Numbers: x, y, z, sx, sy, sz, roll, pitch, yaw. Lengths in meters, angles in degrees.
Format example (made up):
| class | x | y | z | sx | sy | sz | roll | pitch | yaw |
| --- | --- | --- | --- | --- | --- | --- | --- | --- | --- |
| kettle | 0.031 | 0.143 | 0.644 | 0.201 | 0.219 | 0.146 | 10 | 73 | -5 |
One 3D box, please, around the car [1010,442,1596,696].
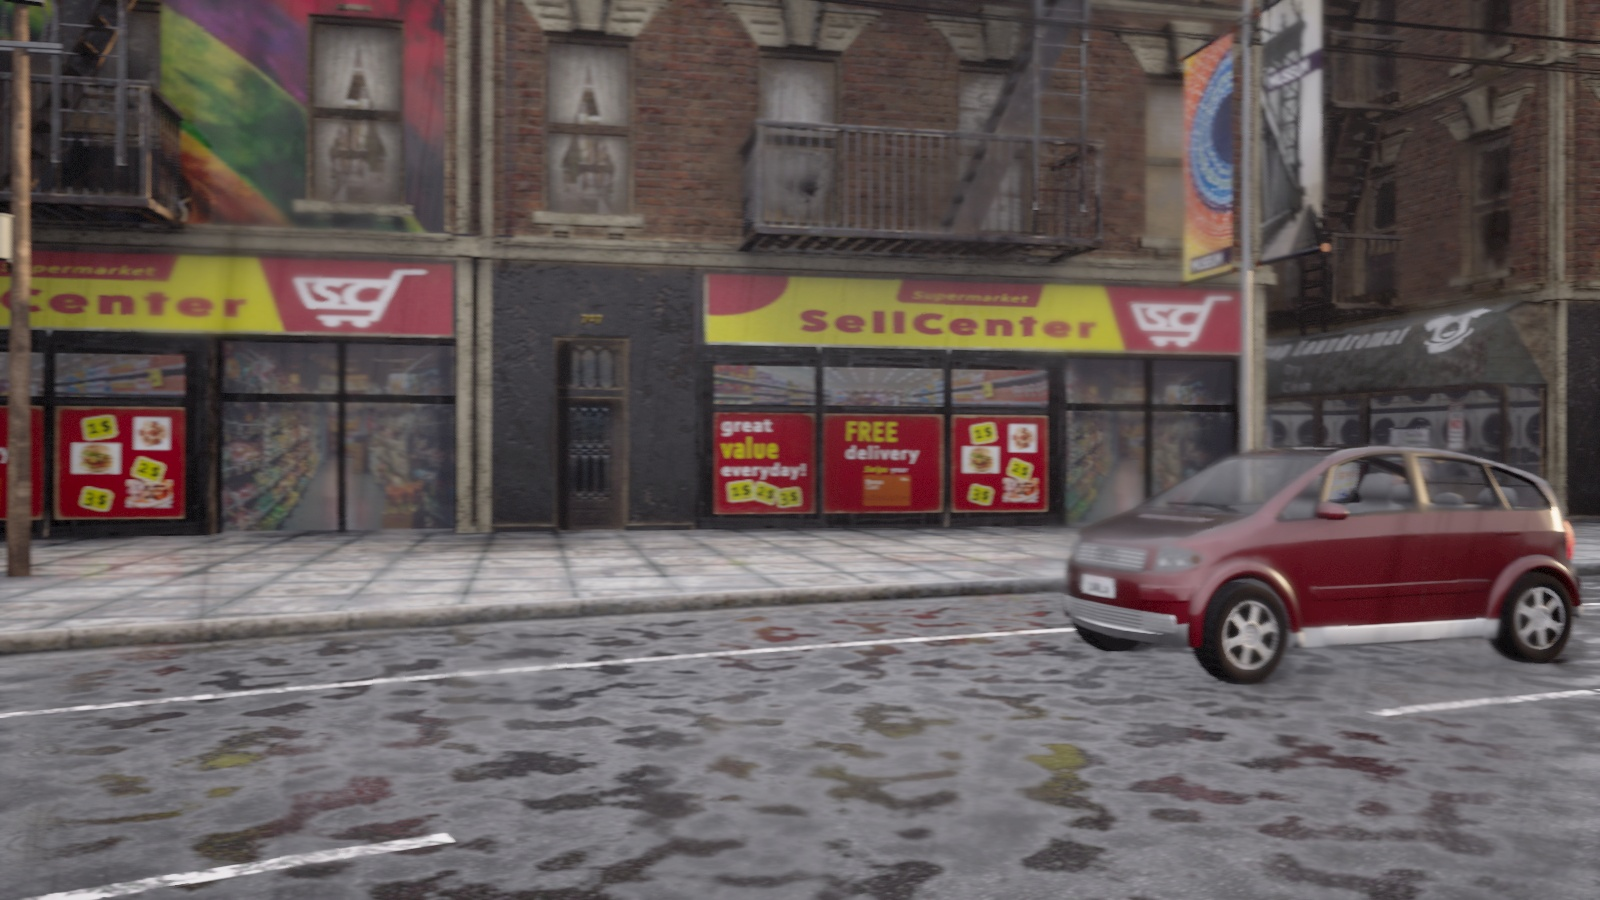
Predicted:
| class | x | y | z | sx | sy | sz | roll | pitch | yaw |
| --- | --- | --- | --- | --- | --- | --- | --- | --- | --- |
| car | 3.610 | 0.730 | 9.131 | 3.705 | 1.549 | 1.789 | 0 | 0 | -20 |
